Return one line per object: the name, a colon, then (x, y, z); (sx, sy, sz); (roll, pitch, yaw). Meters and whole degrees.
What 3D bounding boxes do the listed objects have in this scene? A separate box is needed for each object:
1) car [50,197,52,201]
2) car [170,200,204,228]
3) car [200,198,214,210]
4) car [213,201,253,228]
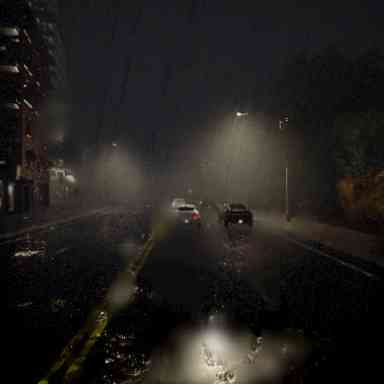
car: (-27.769, 1.139, 60.386); (4.097, 1.590, 1.967); (1, -1, -14)
car: (-0.437, 1.534, 22.311); (1.812, 1.442, 4.674); (0, 0, -3)
car: (1.739, 1.501, 39.582); (1.837, 1.490, 4.892); (0, 0, -4)
car: (2.813, 1.505, 22.353); (1.837, 1.490, 4.892); (0, 0, -3)
